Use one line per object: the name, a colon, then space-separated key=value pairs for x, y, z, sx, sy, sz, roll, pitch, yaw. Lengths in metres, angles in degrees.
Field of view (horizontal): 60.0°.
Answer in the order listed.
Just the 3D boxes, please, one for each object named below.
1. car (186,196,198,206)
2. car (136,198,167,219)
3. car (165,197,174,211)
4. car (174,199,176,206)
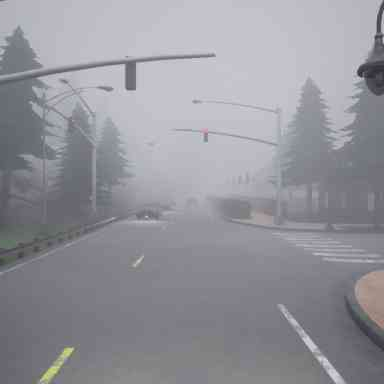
car: x=-0.007 y=1.478 z=56.098 sx=1.882 sy=1.535 sz=5.008 roll=0 pitch=0 yaw=0
car: x=-3.604 y=1.547 z=29.010 sx=2.033 sy=1.411 sz=5.357 roll=0 pitch=0 yaw=0
car: x=-3.596 y=1.526 z=40.230 sx=1.812 sy=1.442 sz=4.674 roll=0 pitch=0 yaw=0
car: x=-3.596 y=1.506 z=52.896 sx=1.837 sy=1.490 sz=4.892 roll=0 pitch=0 yaw=0
